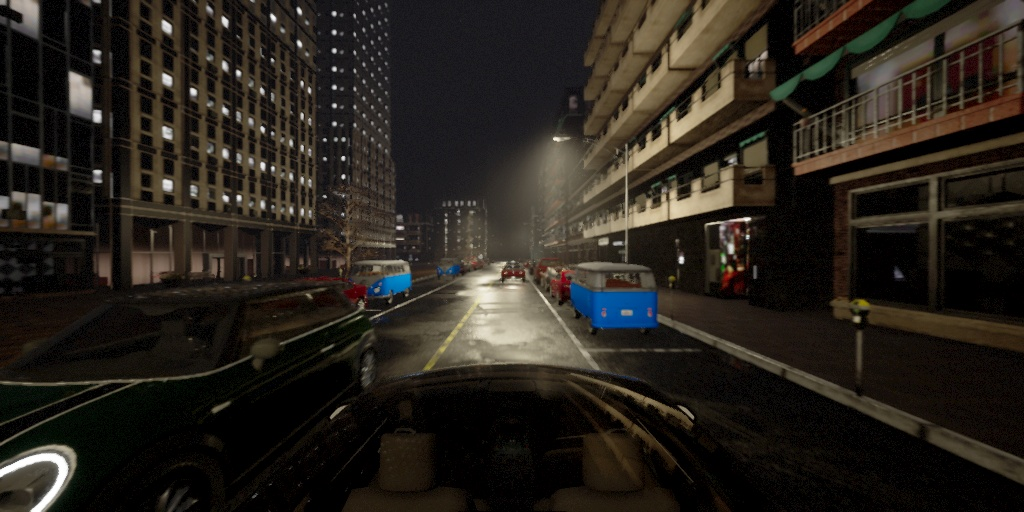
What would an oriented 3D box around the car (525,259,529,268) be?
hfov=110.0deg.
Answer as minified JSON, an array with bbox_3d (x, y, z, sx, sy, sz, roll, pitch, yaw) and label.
[{"bbox_3d":[2.696,1.321,37.873,1.948,1.339,4.313,0,0,0],"label":"car"}]

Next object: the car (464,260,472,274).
[{"bbox_3d":[-5.685,1.337,37.875,1.802,1.307,4.207,0,0,0],"label":"car"}]

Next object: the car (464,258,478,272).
[{"bbox_3d":[-5.684,1.308,43.403,2.007,1.370,4.403,0,0,0],"label":"car"}]

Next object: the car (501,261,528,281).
[{"bbox_3d":[0.105,1.352,29.716,1.895,1.301,4.718,0,0,0],"label":"car"}]

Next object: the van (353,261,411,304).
[{"bbox_3d":[-5.689,1.090,15.765,1.690,1.789,3.998,0,0,0],"label":"van"}]

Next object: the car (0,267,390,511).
[{"bbox_3d":[-3.072,1.101,3.511,2.097,1.767,4.553,0,0,0],"label":"car"}]

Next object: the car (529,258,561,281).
[{"bbox_3d":[2.693,1.065,26.819,2.192,1.841,5.009,0,0,0],"label":"car"}]

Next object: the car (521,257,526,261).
[{"bbox_3d":[2.698,1.206,54.456,1.967,1.591,4.097,0,0,0],"label":"car"}]

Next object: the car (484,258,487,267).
[{"bbox_3d":[-5.681,1.316,59.985,1.888,1.381,4.507,0,0,0],"label":"car"}]

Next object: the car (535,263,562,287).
[{"bbox_3d":[2.693,1.300,21.290,2.007,1.370,4.403,0,0,0],"label":"car"}]

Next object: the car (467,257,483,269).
[{"bbox_3d":[-5.683,1.076,48.930,2.192,1.841,5.009,0,0,0],"label":"car"}]

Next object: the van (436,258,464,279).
[{"bbox_3d":[-5.686,1.093,32.347,1.690,1.789,3.998,0,0,0],"label":"van"}]

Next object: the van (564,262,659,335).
[{"bbox_3d":[2.691,1.090,10.235,1.690,1.789,3.998,0,0,0],"label":"van"}]

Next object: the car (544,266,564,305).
[{"bbox_3d":[2.692,1.294,15.763,1.888,1.381,4.507,0,0,0],"label":"car"}]

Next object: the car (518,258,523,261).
[{"bbox_3d":[0.109,1.326,48.884,1.994,1.385,4.181,0,0,0],"label":"car"}]
